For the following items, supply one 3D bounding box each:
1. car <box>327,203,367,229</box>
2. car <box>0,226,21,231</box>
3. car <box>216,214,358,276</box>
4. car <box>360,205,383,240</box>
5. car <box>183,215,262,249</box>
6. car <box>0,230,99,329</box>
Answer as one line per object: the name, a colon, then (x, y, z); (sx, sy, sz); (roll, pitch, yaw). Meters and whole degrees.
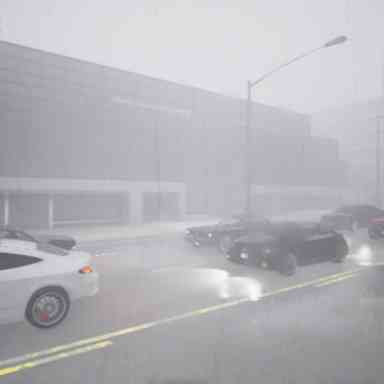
car: (9.576, 1.452, 19.669); (5.008, 1.535, 1.882); (-1, 0, -36)
car: (-5.692, 1.593, 8.534); (5.357, 1.411, 2.033); (1, -1, -36)
car: (3.116, 1.617, 10.609); (4.181, 1.385, 1.994); (0, 0, -35)
car: (10.358, 1.458, 15.907); (5.008, 1.535, 1.882); (-1, 0, -36)
car: (1.986, 1.664, 14.131); (4.718, 1.301, 1.895); (-1, 0, -36)
car: (-3.921, 1.550, 5.475); (4.674, 1.442, 1.812); (0, 0, -36)
